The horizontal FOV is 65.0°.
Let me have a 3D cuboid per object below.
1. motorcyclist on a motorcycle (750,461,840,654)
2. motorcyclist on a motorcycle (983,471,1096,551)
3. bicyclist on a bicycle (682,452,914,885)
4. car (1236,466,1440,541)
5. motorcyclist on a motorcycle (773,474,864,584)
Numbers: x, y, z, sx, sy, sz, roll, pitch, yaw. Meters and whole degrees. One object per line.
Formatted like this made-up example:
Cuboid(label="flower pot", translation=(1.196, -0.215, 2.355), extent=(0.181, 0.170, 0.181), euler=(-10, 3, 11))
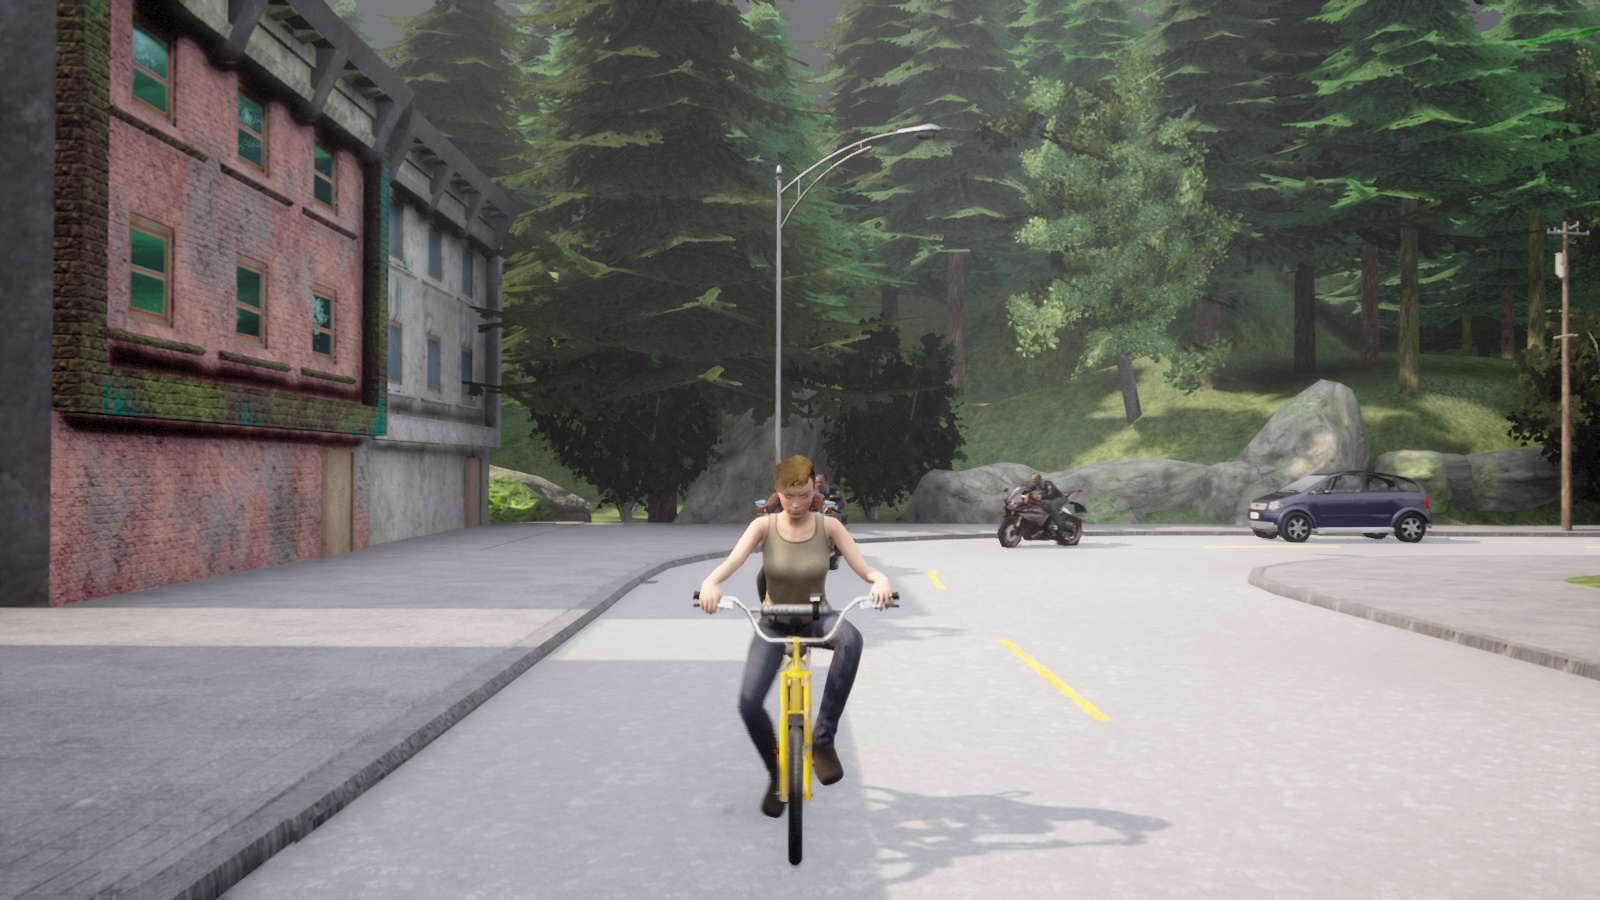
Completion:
Cuboid(label="motorcyclist on a motorcycle", translation=(-0.040, 0.937, 11.958), extent=(0.766, 1.649, 2.350), euler=(0, -1, 0))
Cuboid(label="motorcyclist on a motorcycle", translation=(4.843, 1.201, 25.355), extent=(2.191, 1.530, 0.866), euler=(0, -1, -30))
Cuboid(label="bicyclist on a bicycle", translation=(-0.011, 0.828, 5.461), extent=(0.866, 1.612, 1.509), euler=(0, -1, 0))
Cuboid(label="car", translation=(11.800, 1.145, 27.691), extent=(3.705, 1.549, 1.789), euler=(-1, -1, -3))
Cuboid(label="motorcyclist on a motorcycle", translation=(0.310, 1.120, 18.593), extent=(0.866, 1.530, 2.191), euler=(0, -1, 14))
